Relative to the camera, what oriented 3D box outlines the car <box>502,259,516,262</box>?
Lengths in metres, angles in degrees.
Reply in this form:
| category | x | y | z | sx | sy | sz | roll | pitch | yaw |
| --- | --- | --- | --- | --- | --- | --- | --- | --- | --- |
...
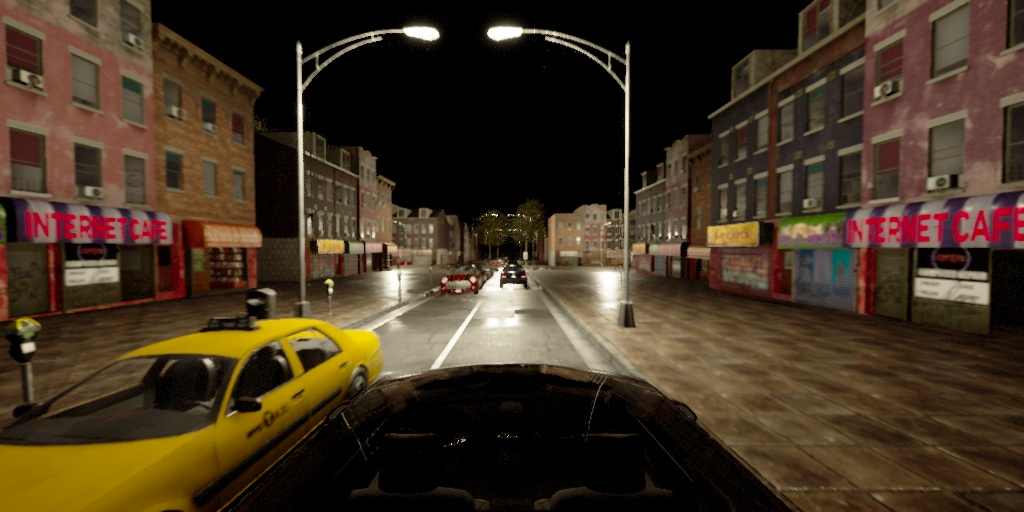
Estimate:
| category | x | y | z | sx | sy | sz | roll | pitch | yaw |
| --- | --- | --- | --- | --- | --- | --- | --- | --- | --- |
| car | 0.094 | 1.343 | 40.898 | 1.837 | 1.490 | 4.892 | 0 | 0 | 0 |

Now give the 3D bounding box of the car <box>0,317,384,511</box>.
| category | x | y | z | sx | sy | sz | roll | pitch | yaw |
| --- | --- | --- | --- | --- | --- | --- | --- | --- | --- |
| car | -2.640 | 1.275 | 3.153 | 1.751 | 1.417 | 4.829 | 0 | 0 | 0 |

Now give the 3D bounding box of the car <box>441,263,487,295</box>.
| category | x | y | z | sx | sy | sz | roll | pitch | yaw |
| --- | --- | --- | --- | --- | --- | --- | --- | --- | --- |
| car | -2.642 | 1.206 | 19.663 | 1.967 | 1.591 | 4.097 | 0 | 0 | 0 |

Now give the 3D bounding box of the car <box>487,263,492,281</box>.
| category | x | y | z | sx | sy | sz | roll | pitch | yaw |
| --- | --- | --- | --- | --- | --- | --- | --- | --- | --- |
| car | -2.643 | 1.363 | 25.108 | 1.802 | 1.307 | 4.207 | 0 | 0 | 0 |

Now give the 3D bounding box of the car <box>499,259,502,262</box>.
| category | x | y | z | sx | sy | sz | roll | pitch | yaw |
| --- | --- | --- | --- | --- | --- | --- | --- | --- | --- |
| car | -2.646 | 1.448 | 46.899 | 1.802 | 1.307 | 4.207 | 0 | 0 | 0 |

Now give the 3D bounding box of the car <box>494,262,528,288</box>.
| category | x | y | z | sx | sy | sz | roll | pitch | yaw |
| --- | --- | --- | --- | --- | --- | --- | --- | --- | --- |
| car | 0.098 | 1.326 | 24.374 | 2.033 | 1.411 | 5.357 | 0 | 0 | 0 |

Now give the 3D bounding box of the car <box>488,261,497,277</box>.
| category | x | y | z | sx | sy | sz | roll | pitch | yaw |
| --- | --- | --- | --- | --- | --- | --- | --- | --- | --- |
| car | -2.644 | 1.349 | 30.557 | 2.007 | 1.370 | 4.403 | 0 | 0 | 0 |

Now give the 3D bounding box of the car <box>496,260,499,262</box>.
| category | x | y | z | sx | sy | sz | roll | pitch | yaw |
| --- | --- | --- | --- | --- | --- | --- | --- | --- | --- |
| car | -2.644 | 1.369 | 36.005 | 2.007 | 1.370 | 4.403 | 0 | 0 | 0 |
